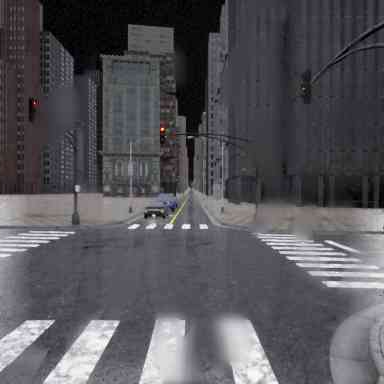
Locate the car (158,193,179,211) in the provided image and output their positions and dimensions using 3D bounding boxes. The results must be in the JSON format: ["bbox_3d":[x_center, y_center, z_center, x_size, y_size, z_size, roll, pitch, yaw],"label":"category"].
[{"bbox_3d":[-3.113,1.222,40.084,2.150,2.045,5.566,0,0,0],"label":"car"}]

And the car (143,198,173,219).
[{"bbox_3d":[-3.112,1.548,29.833,2.033,1.411,5.357,0,0,0],"label":"car"}]

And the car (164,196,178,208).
[{"bbox_3d":[-3.107,1.479,50.531,1.882,1.535,5.008,0,0,0],"label":"car"}]
